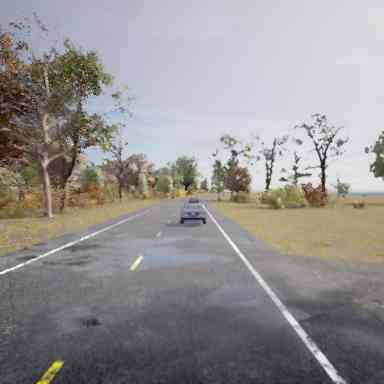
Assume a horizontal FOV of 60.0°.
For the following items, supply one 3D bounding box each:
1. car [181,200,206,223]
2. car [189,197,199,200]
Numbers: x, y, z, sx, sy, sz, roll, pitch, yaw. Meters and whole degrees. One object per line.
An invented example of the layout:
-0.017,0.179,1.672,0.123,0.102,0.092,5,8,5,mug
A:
0.093,1.553,25.267,2.033,1.411,5.357,0,0,0,car
0.484,1.578,65.382,1.994,1.385,4.181,0,0,2,car
